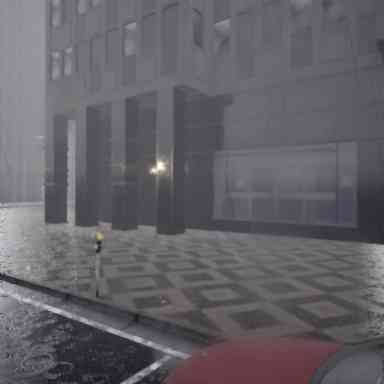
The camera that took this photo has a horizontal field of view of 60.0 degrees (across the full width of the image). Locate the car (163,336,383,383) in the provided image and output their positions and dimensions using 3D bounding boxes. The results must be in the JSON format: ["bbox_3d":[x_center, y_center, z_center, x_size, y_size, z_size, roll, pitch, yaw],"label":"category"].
[{"bbox_3d":[1.633,1.581,1.907,4.206,1.307,1.802,0,0,36],"label":"car"}]
